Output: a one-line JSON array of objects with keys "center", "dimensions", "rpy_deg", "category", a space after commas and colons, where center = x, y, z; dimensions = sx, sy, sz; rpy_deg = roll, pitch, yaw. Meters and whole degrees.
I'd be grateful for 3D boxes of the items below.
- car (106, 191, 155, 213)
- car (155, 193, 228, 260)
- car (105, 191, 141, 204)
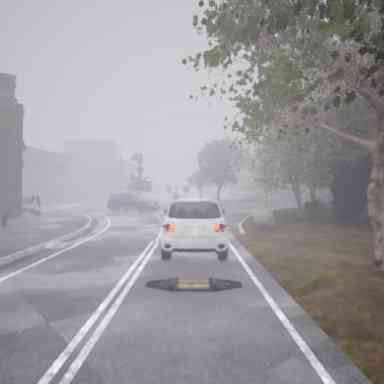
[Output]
[{"center": [-6.044, 1.076, 33.840], "dimensions": [5.566, 2.045, 2.150], "rpy_deg": [1, 0, 22], "category": "car"}, {"center": [0.097, 1.209, 12.481], "dimensions": [2.150, 2.045, 5.566], "rpy_deg": [0, 0, 1], "category": "car"}, {"center": [-11.238, 0.834, 54.421], "dimensions": [2.150, 2.045, 5.566], "rpy_deg": [-1, -1, 41], "category": "car"}]
